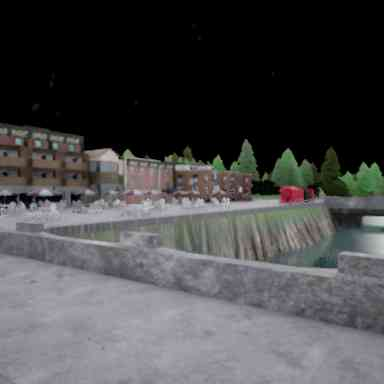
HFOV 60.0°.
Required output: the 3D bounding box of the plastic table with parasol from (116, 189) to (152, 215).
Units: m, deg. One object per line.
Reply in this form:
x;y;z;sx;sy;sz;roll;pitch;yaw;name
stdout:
-5.720;0.945;32.879;2.482;2.480;2.482;0;0;36;plastic table with parasol
